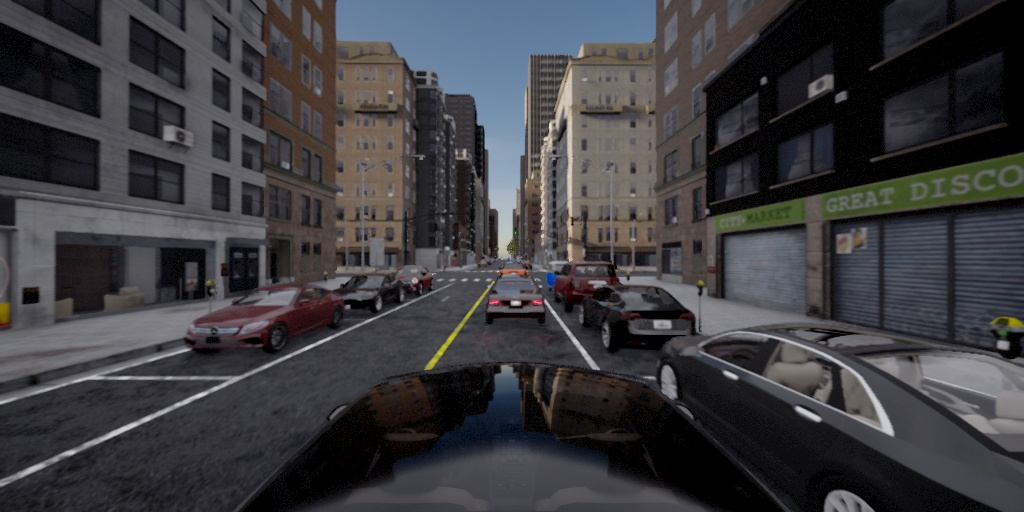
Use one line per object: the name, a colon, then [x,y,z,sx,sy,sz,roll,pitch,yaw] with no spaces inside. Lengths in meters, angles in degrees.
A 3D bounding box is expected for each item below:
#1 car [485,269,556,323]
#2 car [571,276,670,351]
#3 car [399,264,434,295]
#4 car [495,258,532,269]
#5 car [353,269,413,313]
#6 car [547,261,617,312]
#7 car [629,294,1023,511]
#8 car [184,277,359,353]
car: [0.104,1.345,12.305,2.033,1.411,5.357,0,0,0]
car: [2.859,1.348,8.889,1.948,1.339,4.313,0,0,0]
car: [-5.663,1.271,19.934,1.967,1.591,4.097,0,0,0]
car: [0.067,1.211,26.090,2.097,1.767,4.553,0,0,-1]
car: [-5.664,1.373,14.410,1.948,1.339,4.313,0,0,0]
car: [2.862,1.121,14.413,2.192,1.841,5.009,0,0,0]
car: [2.857,1.308,3.366,2.007,1.370,4.403,0,0,0]
car: [-5.666,1.364,8.885,1.802,1.307,4.207,0,0,0]
